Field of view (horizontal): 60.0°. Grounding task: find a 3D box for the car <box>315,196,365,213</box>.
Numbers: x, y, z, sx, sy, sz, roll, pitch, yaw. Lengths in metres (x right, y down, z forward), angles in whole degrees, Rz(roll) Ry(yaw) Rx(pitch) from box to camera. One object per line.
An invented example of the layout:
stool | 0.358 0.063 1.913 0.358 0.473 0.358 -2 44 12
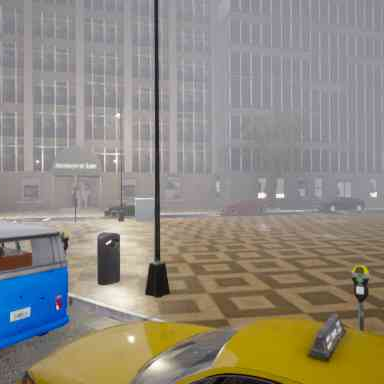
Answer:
car | 14.412 1.191 32.367 4.892 1.490 1.837 0 0 -14

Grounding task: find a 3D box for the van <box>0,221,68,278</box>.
van | -3.722 1.343 5.372 3.998 1.788 1.690 0 0 35

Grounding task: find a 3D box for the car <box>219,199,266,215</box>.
car | 4.553 1.320 29.924 4.181 1.385 1.994 0 0 -14

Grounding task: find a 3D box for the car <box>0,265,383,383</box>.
car | 0.649 1.526 2.263 4.829 1.417 1.752 0 0 35

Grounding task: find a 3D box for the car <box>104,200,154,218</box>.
car | -5.161 1.396 27.499 4.181 1.385 1.994 0 0 -14
